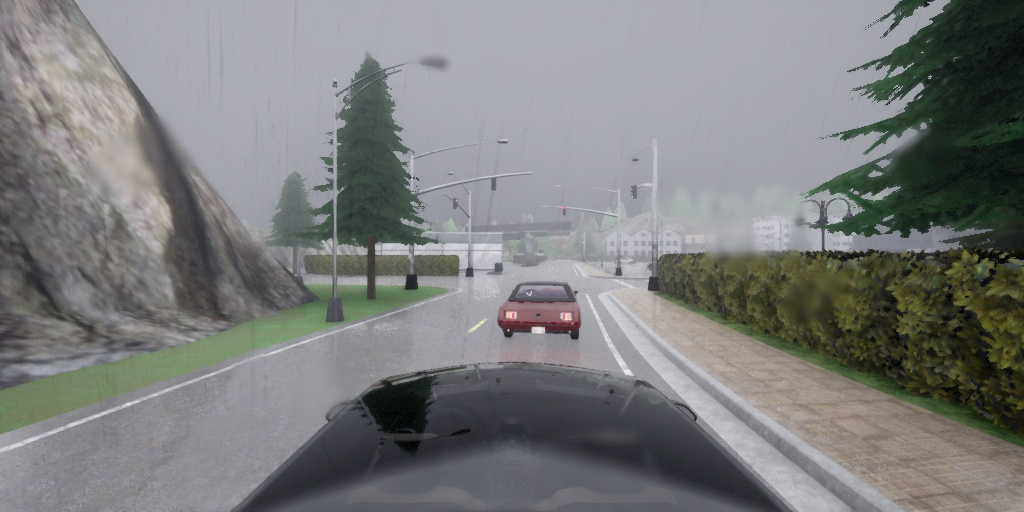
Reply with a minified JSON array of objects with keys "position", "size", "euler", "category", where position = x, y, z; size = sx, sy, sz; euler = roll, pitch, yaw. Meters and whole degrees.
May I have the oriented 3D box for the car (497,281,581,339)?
[{"position":[0.912,1.351,10.109],"size":[1.895,1.301,4.718],"euler":[0,0,8],"category":"car"}]
